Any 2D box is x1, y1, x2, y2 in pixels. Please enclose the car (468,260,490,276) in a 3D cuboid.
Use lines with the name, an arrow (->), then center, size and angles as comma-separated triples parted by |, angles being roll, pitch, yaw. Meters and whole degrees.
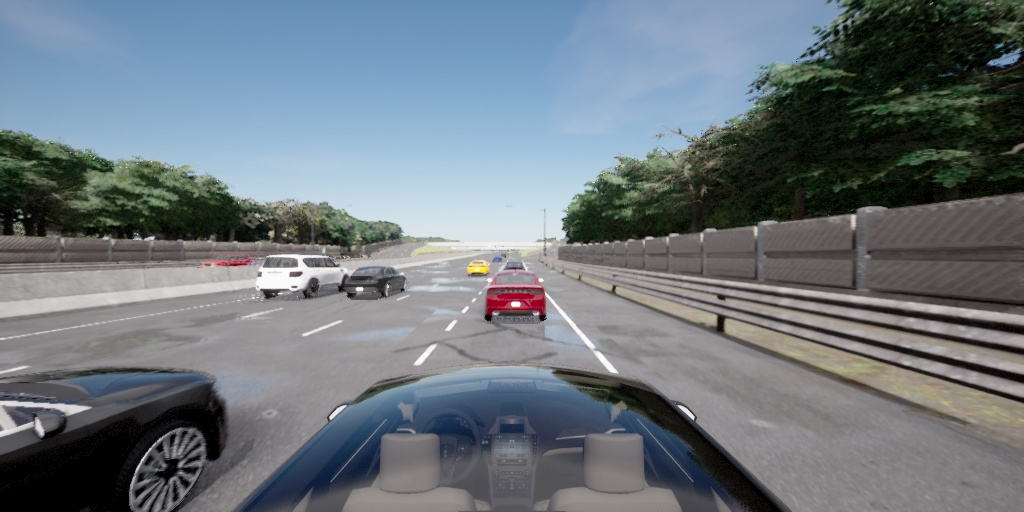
car -> -3.362, 1.165, 37.007 | 1.882, 1.535, 5.008 | 0, 1, 0

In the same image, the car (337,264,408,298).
car -> -6.864, 1.251, 18.590 | 1.837, 1.490, 4.892 | 0, 0, 0

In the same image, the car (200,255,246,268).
car -> -31.427, 0.878, 39.745 | 2.150, 2.045, 5.566 | 0, 1, 1

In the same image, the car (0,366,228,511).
car -> -3.500, 1.242, 1.264 | 2.128, 1.511, 4.902 | 0, 0, 0

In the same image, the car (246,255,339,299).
car -> -10.366, 0.967, 18.350 | 2.150, 2.045, 5.566 | 0, 0, 0

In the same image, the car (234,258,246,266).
car -> -27.926, 1.181, 39.840 | 1.812, 1.442, 4.674 | 0, 1, 1

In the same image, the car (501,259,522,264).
car -> 0.198, 1.233, 31.048 | 1.837, 1.490, 4.892 | 0, 0, 0

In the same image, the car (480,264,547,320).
car -> 0.117, 1.226, 12.701 | 1.882, 1.535, 5.008 | 0, 0, 0
